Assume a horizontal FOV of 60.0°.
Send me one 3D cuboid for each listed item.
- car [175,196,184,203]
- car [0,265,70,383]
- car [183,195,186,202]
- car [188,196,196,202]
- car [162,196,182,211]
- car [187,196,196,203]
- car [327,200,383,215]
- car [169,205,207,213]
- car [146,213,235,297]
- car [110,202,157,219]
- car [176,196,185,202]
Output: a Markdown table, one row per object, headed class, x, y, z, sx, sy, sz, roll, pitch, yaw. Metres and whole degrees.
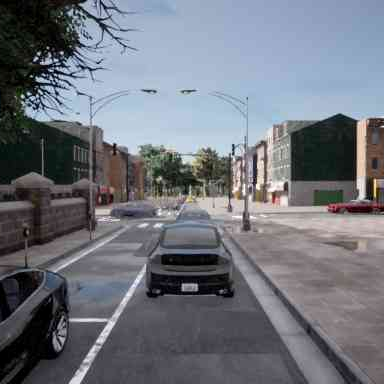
| class | x | y | z | sx | sy | sz | roll | pitch | yaw |
| --- | --- | --- | --- | --- | --- | --- | --- | --- | --- |
| car | -2.687 | 1.655 | 74.194 | 1.887 | 1.381 | 4.507 | -1 | 0 | 0 |
| car | -2.646 | 1.565 | 3.265 | 1.947 | 1.339 | 4.313 | -1 | 0 | 0 |
| car | -2.681 | 1.628 | 63.324 | 1.887 | 1.381 | 4.507 | -1 | 0 | 0 |
| car | -0.045 | 1.671 | 82.173 | 2.033 | 1.411 | 5.357 | 0 | 0 | 0 |
| car | -2.670 | 1.478 | 41.586 | 1.967 | 1.590 | 4.097 | -1 | 0 | 0 |
| car | -0.028 | 1.582 | 71.739 | 1.882 | 1.535 | 5.008 | 0 | 0 | 0 |
| car | 14.737 | 1.375 | 29.864 | 4.718 | 1.301 | 1.895 | -1 | 1 | 0 |
| car | 0.091 | 1.552 | 16.005 | 2.033 | 1.411 | 5.357 | 0 | 0 | 0 |
| car | -0.027 | 1.505 | 8.528 | 1.837 | 1.490 | 4.892 | 0 | 0 | 0 |
| car | -5.204 | 1.628 | 29.854 | 4.181 | 1.385 | 1.994 | -1 | 1 | 0 |
| car | -2.690 | 1.690 | 79.628 | 1.947 | 1.339 | 4.313 | -1 | 0 | 0 |
